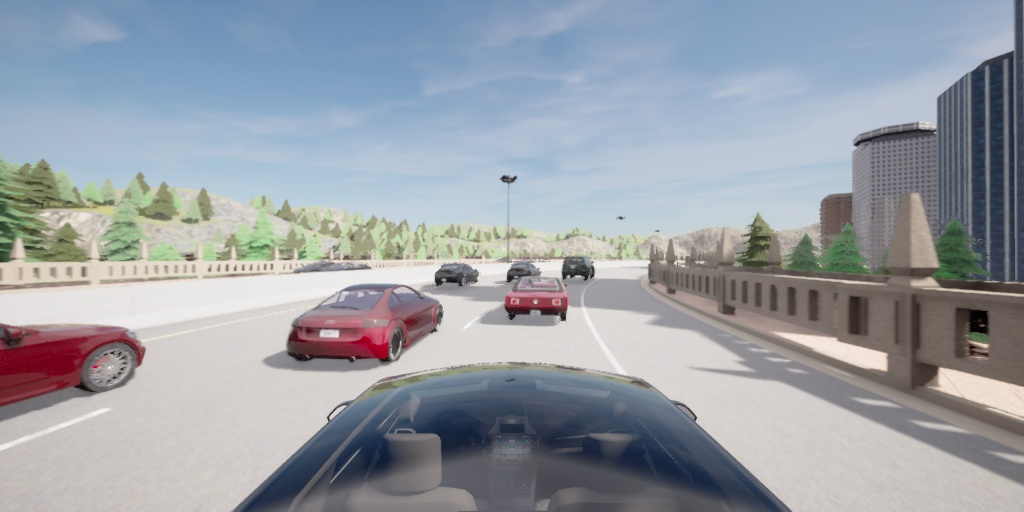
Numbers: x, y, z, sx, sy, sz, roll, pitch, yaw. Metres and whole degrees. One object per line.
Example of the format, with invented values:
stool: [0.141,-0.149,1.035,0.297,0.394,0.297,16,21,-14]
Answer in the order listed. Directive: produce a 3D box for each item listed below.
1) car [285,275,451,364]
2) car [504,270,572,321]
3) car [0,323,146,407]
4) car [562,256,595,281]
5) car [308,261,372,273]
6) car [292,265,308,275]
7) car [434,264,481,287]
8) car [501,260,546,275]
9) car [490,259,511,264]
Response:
car: [-2.967,1.299,8.140,1.994,1.385,4.181,0,0,5]
car: [0.990,1.352,12.552,1.895,1.301,4.718,0,0,8]
car: [-6.748,1.242,3.685,1.812,1.442,4.674,0,0,2]
car: [5.830,1.016,31.244,2.150,2.045,5.566,0,0,21]
car: [-13.464,1.220,29.036,2.128,1.511,4.902,0,0,16]
car: [-16.517,1.230,31.020,1.837,1.490,4.892,0,0,17]
car: [-3.636,1.255,24.595,1.837,1.490,4.892,0,0,14]
car: [0.996,1.277,27.939,1.837,1.490,4.892,0,0,17]
car: [-1.449,1.192,48.924,2.097,1.767,4.553,0,0,30]
